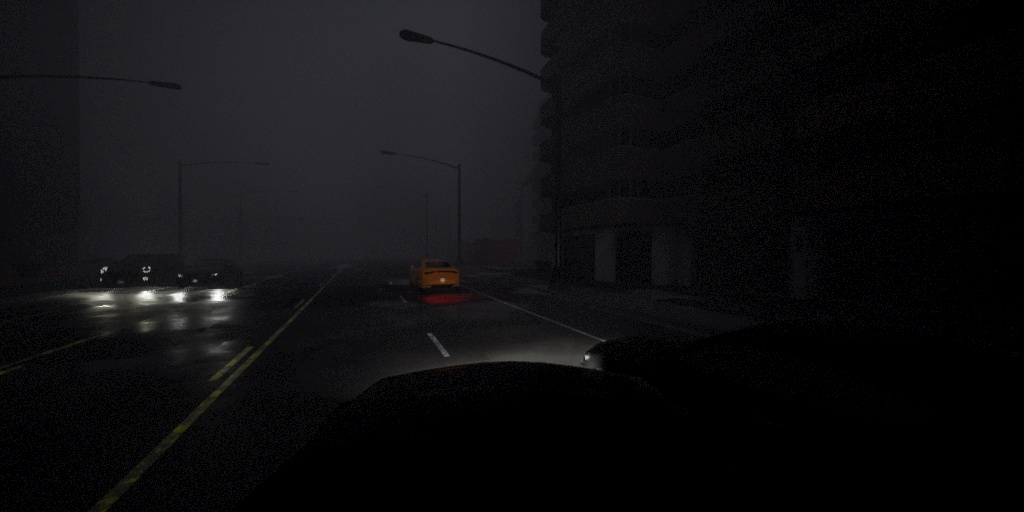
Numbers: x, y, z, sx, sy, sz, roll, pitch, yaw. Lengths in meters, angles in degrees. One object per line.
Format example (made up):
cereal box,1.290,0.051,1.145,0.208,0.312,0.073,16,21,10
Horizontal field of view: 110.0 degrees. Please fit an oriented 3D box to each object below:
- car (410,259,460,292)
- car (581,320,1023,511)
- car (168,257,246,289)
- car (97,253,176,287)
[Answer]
car,-4.107,0.890,18.584,1.882,1.535,5.008,0,1,-23
car,2.382,1.268,2.946,1.812,1.442,4.674,0,0,-23
car,-15.929,0.847,19.165,1.812,1.442,4.674,0,1,-22
car,-19.849,0.640,19.484,2.097,1.767,4.553,0,1,-22
